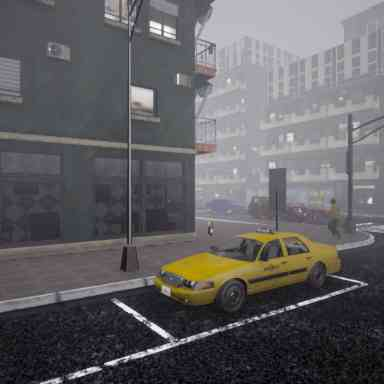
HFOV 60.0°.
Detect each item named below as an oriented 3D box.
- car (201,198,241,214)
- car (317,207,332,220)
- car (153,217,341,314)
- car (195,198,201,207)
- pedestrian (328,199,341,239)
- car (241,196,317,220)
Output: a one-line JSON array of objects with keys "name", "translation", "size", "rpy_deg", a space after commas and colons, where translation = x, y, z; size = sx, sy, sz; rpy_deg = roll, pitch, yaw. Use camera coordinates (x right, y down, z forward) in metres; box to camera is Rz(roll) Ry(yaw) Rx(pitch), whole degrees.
[{"name": "car", "translation": [3.454, 1.399, 33.991], "size": [1.882, 1.535, 5.008], "rpy_deg": [0, 0, -36]}, {"name": "car", "translation": [9.071, 1.552, 26.256], "size": [1.895, 1.301, 4.718], "rpy_deg": [0, 0, -37]}, {"name": "car", "translation": [1.475, 1.525, 7.612], "size": [4.829, 1.417, 1.752], "rpy_deg": [0, 0, -35]}, {"name": "car", "translation": [-0.024, 1.465, 48.674], "size": [1.802, 1.307, 4.206], "rpy_deg": [0, 0, -36]}, {"name": "pedestrian", "translation": [6.274, 1.143, 14.622], "size": [0.375, 1.860, 0.375], "rpy_deg": [0, 0, -35]}, {"name": "car", "translation": [6.477, 1.264, 25.404], "size": [2.192, 1.841, 5.009], "rpy_deg": [0, 0, -36]}]
